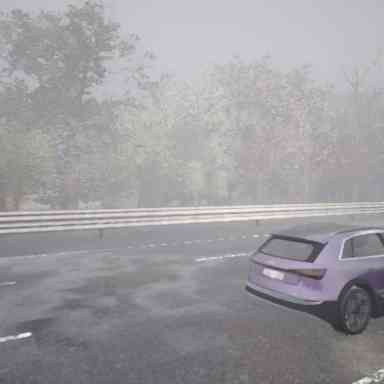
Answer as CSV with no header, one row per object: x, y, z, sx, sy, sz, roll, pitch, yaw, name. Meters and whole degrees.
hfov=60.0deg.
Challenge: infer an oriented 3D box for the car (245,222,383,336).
3.283,1.439,6.703,4.856,1.649,2.033,0,0,-31,car
